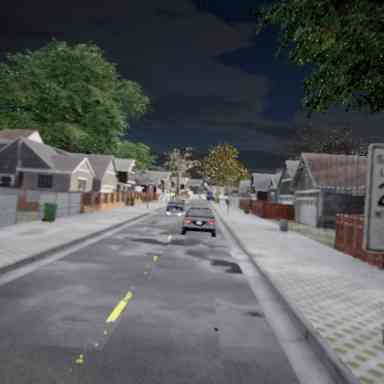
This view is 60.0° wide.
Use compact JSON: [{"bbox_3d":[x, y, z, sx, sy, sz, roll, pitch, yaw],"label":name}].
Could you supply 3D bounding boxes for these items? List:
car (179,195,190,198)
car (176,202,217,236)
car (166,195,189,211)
[{"bbox_3d":[-1.401,1.142,50.792,1.882,1.535,5.008,4,0,2],"label":"car"},{"bbox_3d":[0.424,1.593,18.997,2.033,1.411,5.357,4,0,2],"label":"car"},{"bbox_3d":[-1.784,1.460,37.991,2.033,1.411,5.357,4,0,2],"label":"car"}]
